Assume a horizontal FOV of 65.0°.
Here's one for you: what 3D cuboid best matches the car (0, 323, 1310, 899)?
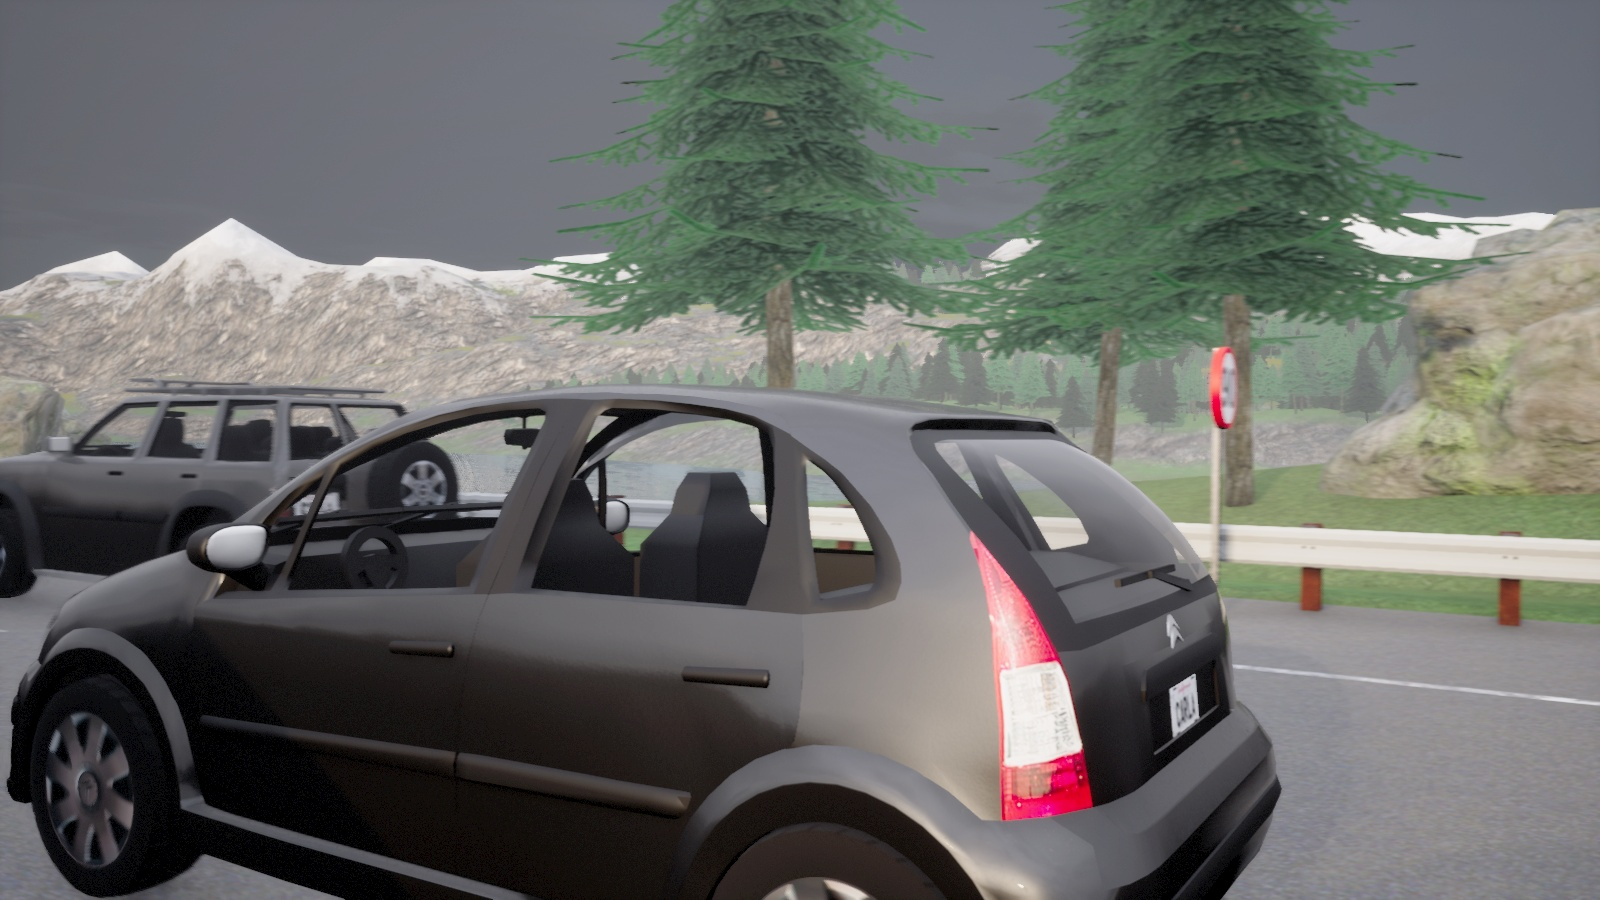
[{"bbox_3d":[-0.681,0.579,3.957,3.988,1.617,1.851,0,1,31],"label":"car"}]

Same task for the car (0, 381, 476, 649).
[{"bbox_3d":[-5.167,0.442,10.669,4.605,1.855,1.932,0,1,30],"label":"car"}]
